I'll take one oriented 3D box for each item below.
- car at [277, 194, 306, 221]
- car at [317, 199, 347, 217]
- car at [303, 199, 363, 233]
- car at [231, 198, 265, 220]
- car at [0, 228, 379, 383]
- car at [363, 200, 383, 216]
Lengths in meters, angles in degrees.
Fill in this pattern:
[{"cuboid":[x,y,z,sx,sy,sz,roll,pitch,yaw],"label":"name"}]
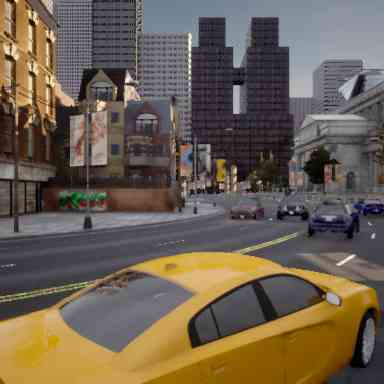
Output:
[{"cuboid":[8.392,1.209,27.439,2.150,2.045,5.566,0,0,21],"label":"car"},{"cuboid":[13.489,1.490,32.319,1.837,1.490,4.892,0,1,13],"label":"car"},{"cuboid":[7.711,1.342,17.892,2.097,1.767,4.553,0,0,31],"label":"car"},{"cuboid":[4.731,1.331,27.807,2.097,1.767,4.553,0,0,22],"label":"car"},{"cuboid":[0.415,1.475,3.875,5.008,1.535,1.882,0,0,-41],"label":"car"},{"cuboid":[17.013,1.462,32.127,1.882,1.535,5.008,0,0,12],"label":"car"}]
